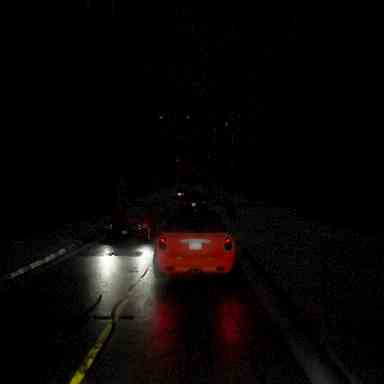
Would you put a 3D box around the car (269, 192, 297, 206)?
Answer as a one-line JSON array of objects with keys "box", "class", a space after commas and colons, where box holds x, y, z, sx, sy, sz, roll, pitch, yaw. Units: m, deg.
[{"box": [12.834, 0.954, 44.342, 5.009, 1.841, 2.192, 1, 1, 0], "class": "car"}]

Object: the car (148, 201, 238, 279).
[{"box": [0.095, 1.300, 10.049, 2.097, 1.767, 4.553, 0, 0, 0], "class": "car"}]

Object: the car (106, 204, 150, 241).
[{"box": [-2.802, 1.388, 16.289, 1.882, 1.535, 5.008, 0, 0, 0], "class": "car"}]

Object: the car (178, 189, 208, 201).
[{"box": [0.153, 1.002, 27.669, 2.150, 2.045, 5.566, 0, 1, 1], "class": "car"}]
